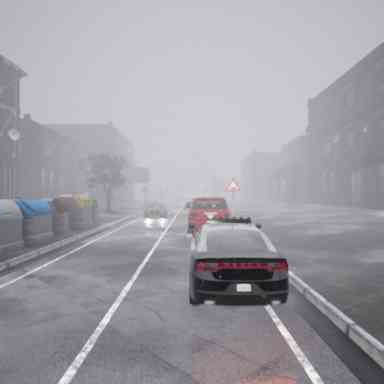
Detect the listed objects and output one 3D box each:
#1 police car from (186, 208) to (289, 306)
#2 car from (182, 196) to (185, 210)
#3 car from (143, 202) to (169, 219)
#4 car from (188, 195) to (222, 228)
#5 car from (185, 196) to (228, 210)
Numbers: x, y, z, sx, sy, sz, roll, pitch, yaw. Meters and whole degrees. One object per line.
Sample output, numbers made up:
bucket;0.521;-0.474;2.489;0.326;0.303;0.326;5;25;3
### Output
police car;0.880;1.434;8.264;1.930;1.638;5.238;0;0;0
car;-0.072;1.644;44.935;1.812;1.442;4.674;0;0;0
car;-3.175;1.628;30.079;1.994;1.385;4.181;0;0;0
car;0.842;1.281;24.189;2.150;2.045;5.566;0;0;0
car;0.857;1.259;18.188;2.150;2.045;5.566;0;0;0
